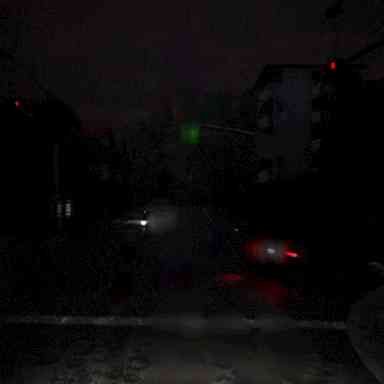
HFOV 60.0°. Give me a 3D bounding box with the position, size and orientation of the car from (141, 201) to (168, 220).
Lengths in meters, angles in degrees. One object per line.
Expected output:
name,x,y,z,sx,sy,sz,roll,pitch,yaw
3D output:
car,-3.603,1.834,32.264,1.812,1.442,4.674,0,-1,0

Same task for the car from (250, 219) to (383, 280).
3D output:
car,4.217,1.559,10.234,5.357,1.411,2.033,-2,0,-34

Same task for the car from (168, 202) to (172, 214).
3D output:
car,-3.586,1.926,42.004,1.812,1.442,4.674,0,-1,0
